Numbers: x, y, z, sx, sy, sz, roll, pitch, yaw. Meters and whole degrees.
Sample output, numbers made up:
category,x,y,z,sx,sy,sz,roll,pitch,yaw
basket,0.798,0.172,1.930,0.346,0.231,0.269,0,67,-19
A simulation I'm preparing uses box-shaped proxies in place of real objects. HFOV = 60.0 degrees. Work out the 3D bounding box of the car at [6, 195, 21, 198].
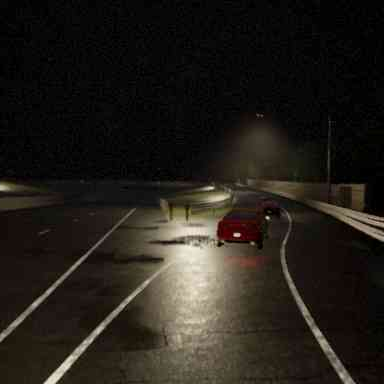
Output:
category,x,y,z,sx,sy,sz,roll,pitch,yaw
car,-27.904,1.250,51.903,1.837,1.490,4.892,1,0,-6

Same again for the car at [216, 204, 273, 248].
category,x,y,z,sx,sy,sz,roll,pitch,yaw
car,2.434,1.522,15.124,1.882,1.535,5.008,0,-1,17

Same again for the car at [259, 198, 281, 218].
category,x,y,z,sx,sy,sz,roll,pitch,yaw
car,7.895,1.692,33.569,1.882,1.535,5.008,1,0,15

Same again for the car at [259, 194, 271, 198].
category,x,y,z,sx,sy,sz,roll,pitch,yaw
car,13.075,1.131,59.373,2.128,1.511,4.902,1,2,8
